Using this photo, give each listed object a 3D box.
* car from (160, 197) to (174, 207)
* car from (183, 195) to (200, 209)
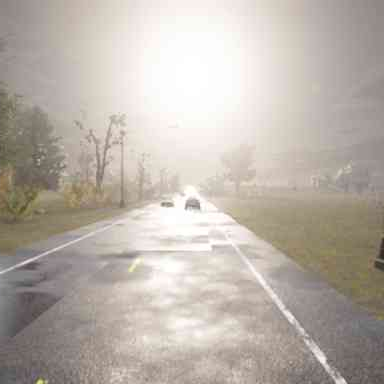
[{"bbox_3d":[-3.582,1.411,49.166,2.033,1.411,5.357,0,0,0],"label":"car"},{"bbox_3d":[0.094,1.443,44.012,1.994,1.385,4.181,0,0,0],"label":"car"}]
